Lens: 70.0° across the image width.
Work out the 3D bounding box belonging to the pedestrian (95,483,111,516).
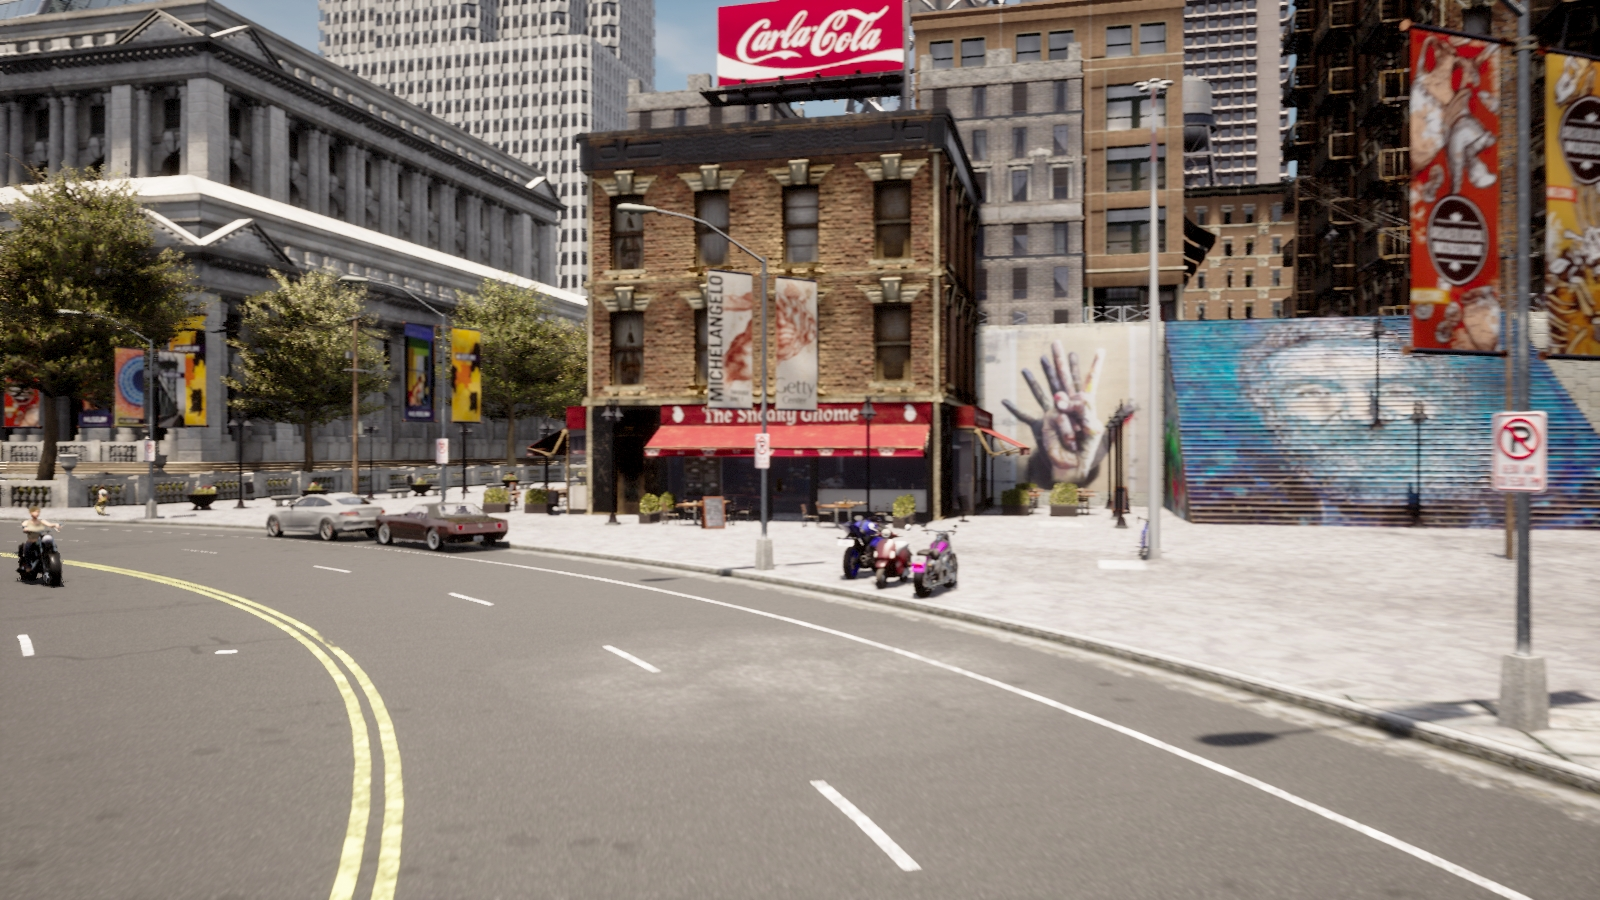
[{"bbox_3d":[-28.019,1.993,45.944,0.375,1.300,0.375,0,0,17],"label":"pedestrian"}]
